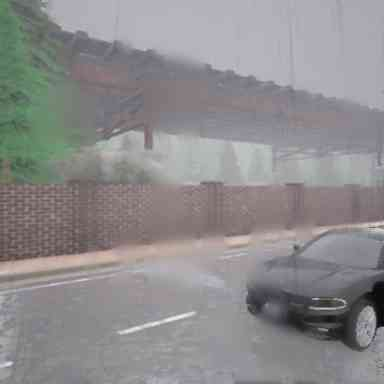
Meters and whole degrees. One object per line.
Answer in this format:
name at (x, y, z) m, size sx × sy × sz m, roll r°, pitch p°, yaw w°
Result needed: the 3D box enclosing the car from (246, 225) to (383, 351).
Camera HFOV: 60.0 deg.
car at (3.211, 1.445, 6.337) m, size 5.008 × 1.535 × 1.882 m, roll 0°, pitch 0°, yaw -36°
